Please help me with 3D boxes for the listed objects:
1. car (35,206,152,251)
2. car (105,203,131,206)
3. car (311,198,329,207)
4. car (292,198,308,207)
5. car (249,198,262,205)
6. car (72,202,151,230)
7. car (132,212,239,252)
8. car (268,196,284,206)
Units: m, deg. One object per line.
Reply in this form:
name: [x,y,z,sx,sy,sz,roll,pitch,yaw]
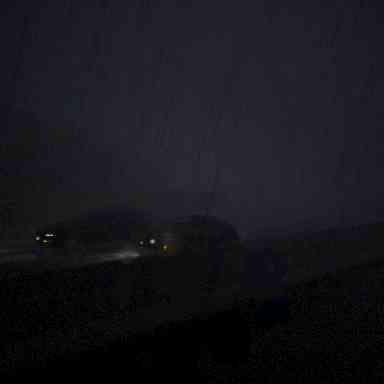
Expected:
car: [-4.127,1.553,14.440,4.892,1.490,1.837,0,0,-41]
car: [-4.374,1.555,18.881,4.902,1.511,2.128,0,0,-44]
car: [22.237,1.783,58.194,2.033,1.411,5.357,0,0,5]
car: [18.606,1.707,57.487,1.882,1.535,5.008,0,-1,7]
car: [12.005,1.843,63.313,1.994,1.385,4.181,0,0,1]
car: [-5.368,1.554,22.765,1.882,1.535,5.008,0,0,45]
car: [0.012,1.613,13.465,4.181,1.385,1.994,0,0,-44]
car: [15.447,1.592,61.269,2.097,1.767,4.553,0,0,3]
